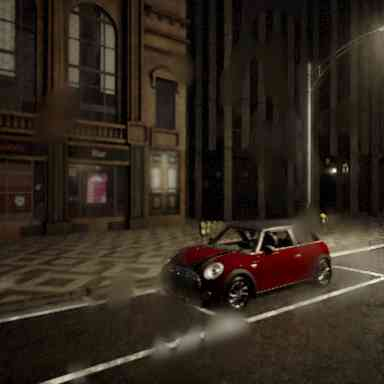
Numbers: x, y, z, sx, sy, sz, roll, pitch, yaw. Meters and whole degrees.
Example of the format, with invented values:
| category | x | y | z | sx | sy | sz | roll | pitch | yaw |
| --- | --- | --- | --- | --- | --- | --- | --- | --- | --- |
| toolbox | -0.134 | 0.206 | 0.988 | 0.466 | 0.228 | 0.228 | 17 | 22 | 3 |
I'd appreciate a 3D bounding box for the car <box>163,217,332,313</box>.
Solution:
| category | x | y | z | sx | sy | sz | roll | pitch | yaw |
| --- | --- | --- | --- | --- | --- | --- | --- | --- | --- |
| car | 1.335 | 1.438 | 7.601 | 4.097 | 1.590 | 1.967 | 0 | 0 | -36 |
